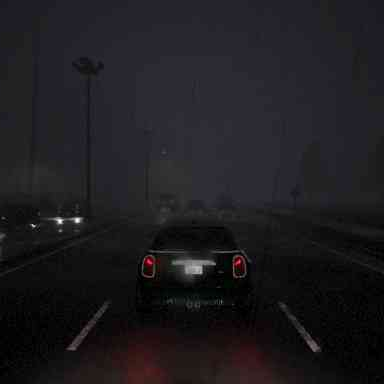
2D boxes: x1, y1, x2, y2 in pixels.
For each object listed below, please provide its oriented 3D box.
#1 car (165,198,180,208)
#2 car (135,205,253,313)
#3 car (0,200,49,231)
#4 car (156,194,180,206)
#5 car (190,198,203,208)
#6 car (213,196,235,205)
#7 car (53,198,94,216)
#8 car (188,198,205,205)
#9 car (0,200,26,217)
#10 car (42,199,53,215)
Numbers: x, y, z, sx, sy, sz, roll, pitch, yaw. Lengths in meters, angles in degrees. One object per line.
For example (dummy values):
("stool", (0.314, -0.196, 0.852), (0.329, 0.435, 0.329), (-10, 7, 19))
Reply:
("car", (-2.883, 1.564, 50.185), (1.994, 1.385, 4.181), (0, 0, 1))
("car", (0.060, 1.352, 7.812), (2.097, 1.767, 4.553), (0, 0, 1))
("car", (-11.275, 1.493, 20.838), (2.128, 1.511, 4.902), (0, 0, 1))
("car", (-3.011, 1.221, 39.594), (2.150, 2.045, 5.566), (0, 0, 1))
("car", (0.629, 1.601, 50.548), (1.895, 1.301, 4.718), (0, 0, 1))
("car", (4.006, 1.352, 40.178), (2.097, 1.767, 4.553), (0, 0, 1))
("car", (-11.116, 1.352, 32.051), (2.097, 1.767, 4.553), (0, 0, 1))
("car", (0.506, 1.491, 40.206), (2.128, 1.511, 4.902), (0, 0, 1))
("car", (-18.116, 1.526, 32.114), (1.812, 1.442, 4.674), (0, 0, 1))
("car", (-14.622, 1.478, 31.625), (1.882, 1.535, 5.008), (0, 0, 1))
